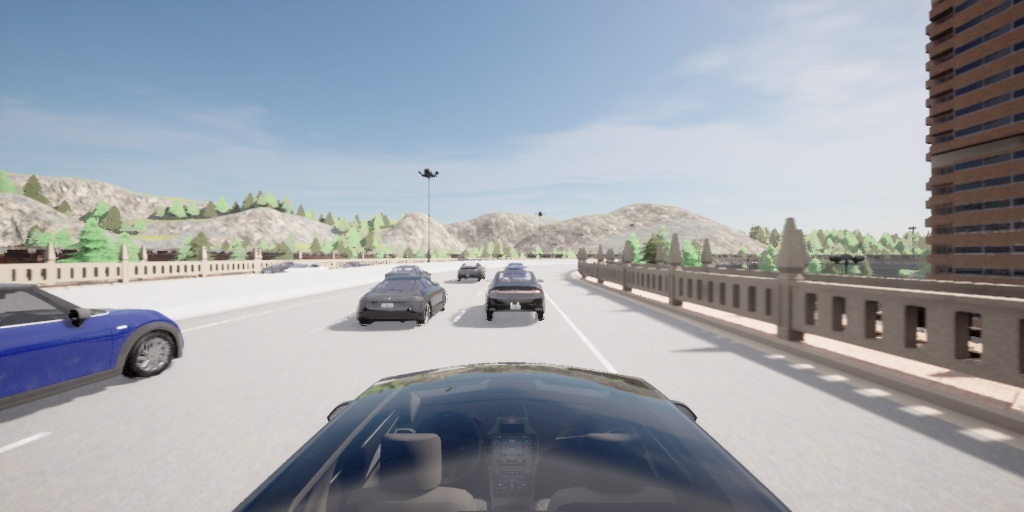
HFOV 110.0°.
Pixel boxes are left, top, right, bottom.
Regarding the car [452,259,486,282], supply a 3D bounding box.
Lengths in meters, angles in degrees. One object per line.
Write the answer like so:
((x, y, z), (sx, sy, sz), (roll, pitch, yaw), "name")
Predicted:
((-3.213, 1.256, 29.462), (2.128, 1.511, 4.902), (0, 0, 2), "car")

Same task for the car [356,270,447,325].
((-3.401, 1.319, 11.797), (1.994, 1.385, 4.181), (0, 0, 0), "car")

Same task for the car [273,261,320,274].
((-17.335, 1.290, 30.083), (1.812, 1.442, 4.674), (0, 0, 3), "car")

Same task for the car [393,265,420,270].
((-6.882, 1.309, 23.973), (2.033, 1.411, 5.357), (0, 0, 1), "car")

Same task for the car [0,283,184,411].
((-6.900, 1.103, 4.486), (2.097, 1.767, 4.553), (0, 0, 0), "car")

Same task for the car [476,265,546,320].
((0.100, 1.248, 12.676), (2.128, 1.511, 4.902), (0, 0, 0), "car")

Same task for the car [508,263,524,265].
((0.345, 1.291, 30.654), (1.812, 1.442, 4.674), (0, 0, 3), "car")

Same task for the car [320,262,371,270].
((-13.790, 1.256, 30.789), (2.128, 1.511, 4.902), (0, 0, 3), "car")

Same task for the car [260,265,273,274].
((-20.661, 1.257, 32.849), (2.128, 1.511, 4.902), (0, 0, 4), "car")
